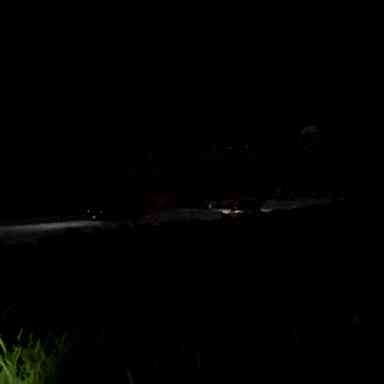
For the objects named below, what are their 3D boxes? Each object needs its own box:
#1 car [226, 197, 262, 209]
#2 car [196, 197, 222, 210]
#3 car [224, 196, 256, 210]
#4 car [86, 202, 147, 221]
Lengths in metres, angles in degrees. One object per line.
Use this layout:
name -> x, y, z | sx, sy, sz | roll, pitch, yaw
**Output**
car -> 5.753, 1.366, 35.097 | 2.128, 1.511, 4.902 | 0, 0, 36
car -> 2.216, 1.336, 41.448 | 1.816, 1.474, 4.193 | 7, 4, 33
car -> 6.093, 1.356, 41.888 | 1.882, 1.535, 5.008 | 0, 0, 36
car -> -5.694, 1.479, 25.451 | 1.895, 1.301, 4.718 | 0, 0, 36
